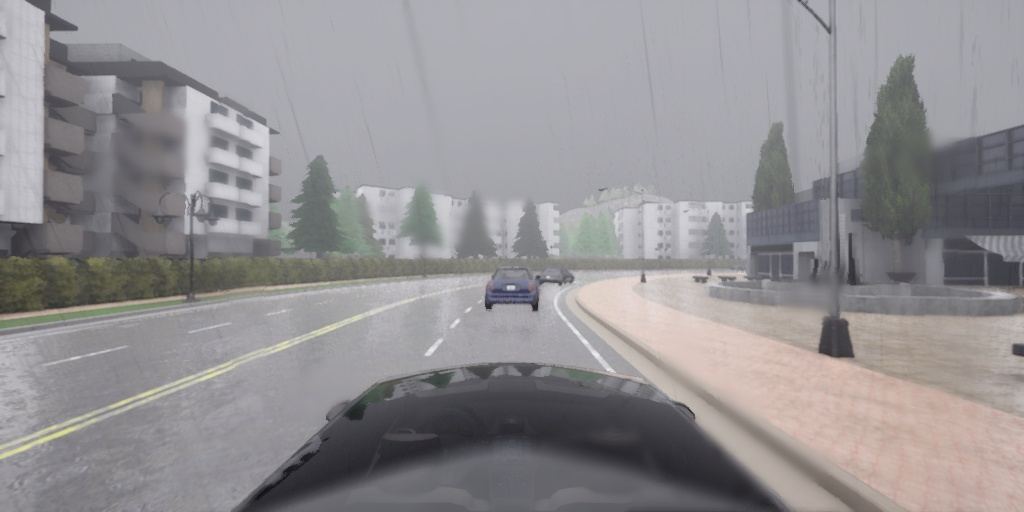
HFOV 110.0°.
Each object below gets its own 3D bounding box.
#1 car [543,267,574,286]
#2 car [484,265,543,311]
[{"bbox_3d":[3.538,1.562,28.440,1.994,1.385,4.181,0,-1,25],"label":"car"},{"bbox_3d":[0.149,1.228,15.498,2.097,1.767,4.553,0,-1,5],"label":"car"}]
